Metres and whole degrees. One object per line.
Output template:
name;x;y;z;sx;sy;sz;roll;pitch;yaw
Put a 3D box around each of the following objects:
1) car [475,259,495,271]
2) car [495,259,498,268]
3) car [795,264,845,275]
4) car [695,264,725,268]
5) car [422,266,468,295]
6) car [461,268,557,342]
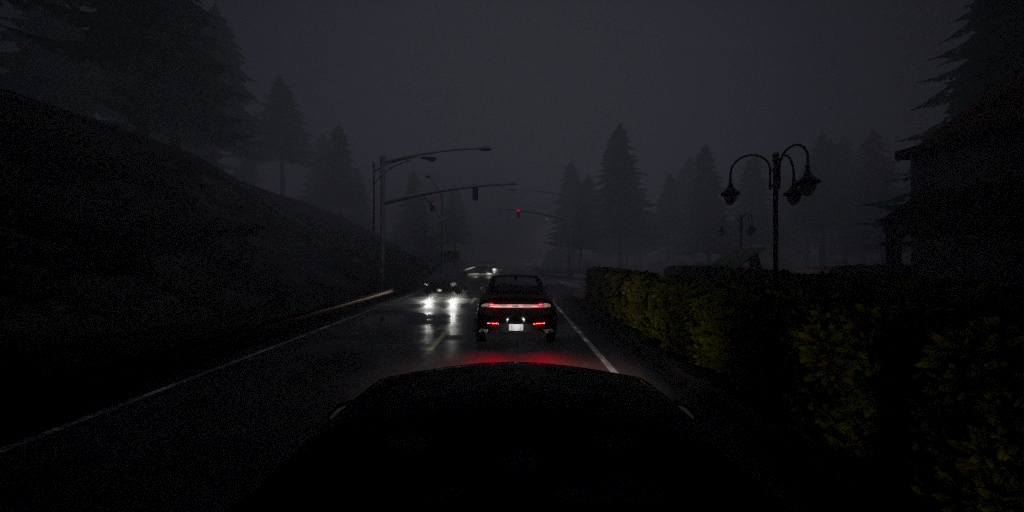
car;-3.507;1.228;44.749;1.882;1.535;5.008;0;0;0
car;-3.386;1.247;60.239;2.128;1.511;4.902;0;0;0
car;26.105;1.390;29.457;5.008;1.535;1.882;0;0;1
car;15.756;1.417;29.547;4.892;1.490;1.837;0;0;0
car;-3.555;1.295;20.266;2.033;1.411;5.357;0;0;0
car;0.095;1.242;9.740;2.128;1.511;4.902;0;0;0
